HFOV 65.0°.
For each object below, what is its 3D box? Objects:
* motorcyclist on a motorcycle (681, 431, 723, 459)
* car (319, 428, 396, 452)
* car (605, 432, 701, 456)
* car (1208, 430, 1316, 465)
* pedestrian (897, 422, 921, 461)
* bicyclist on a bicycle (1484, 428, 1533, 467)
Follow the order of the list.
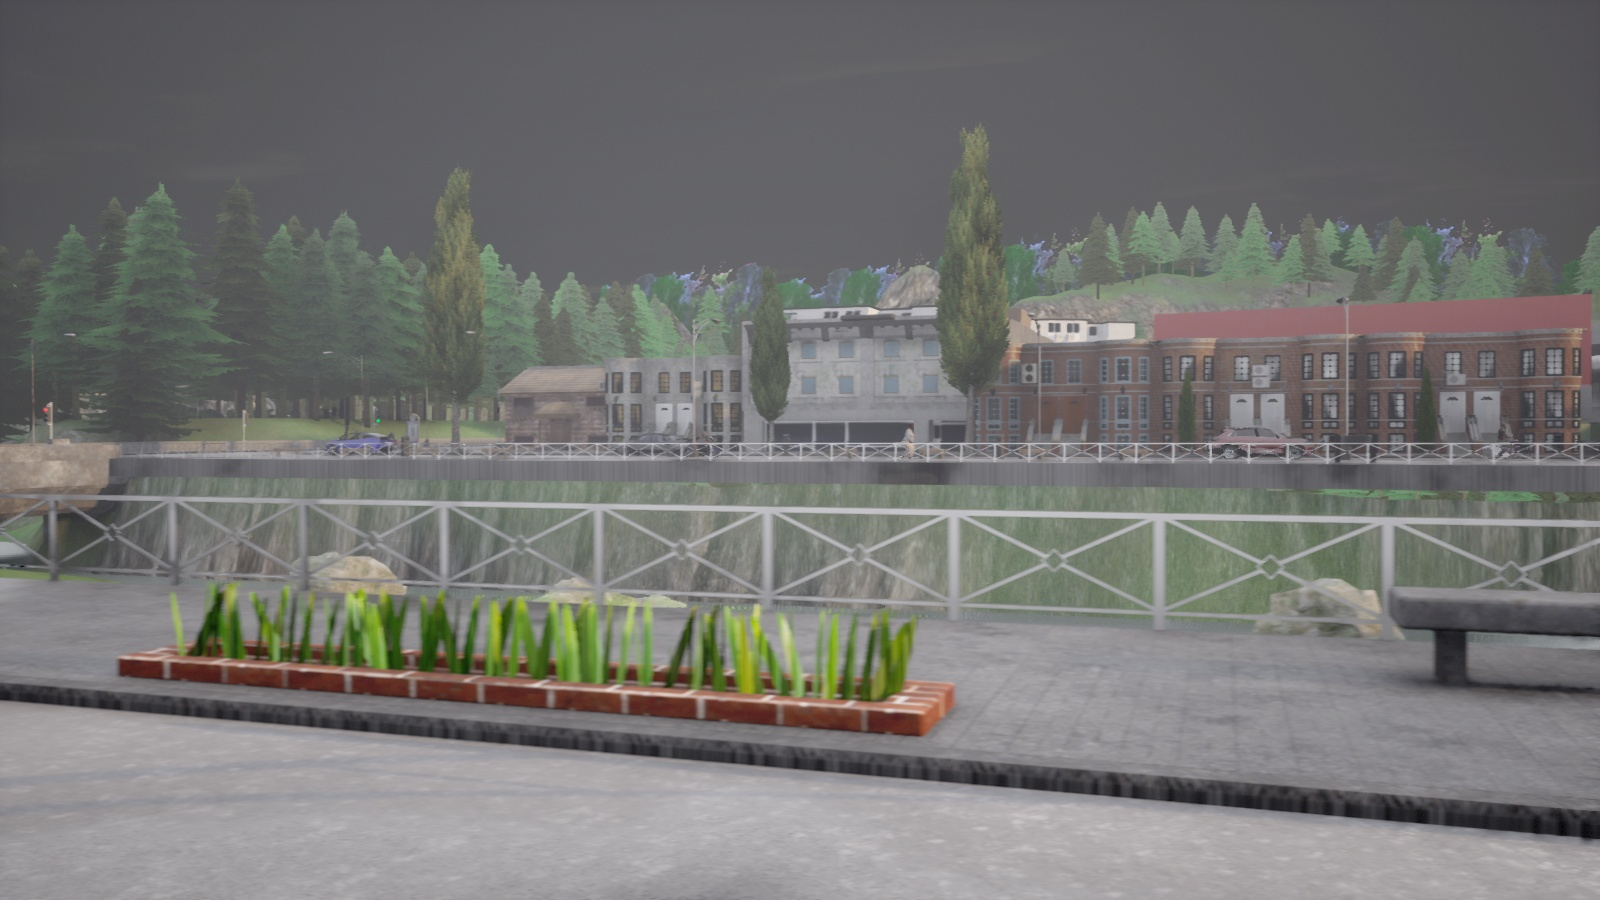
[{"bbox_3d":[-5.496,-0.289,70.577,2.191,1.530,0.866,1,1,19],"label":"motorcyclist on a motorcycle"},{"bbox_3d":[-29.127,-0.660,82.704,4.514,1.525,2.007,1,1,19],"label":"car"},{"bbox_3d":[-8.882,-0.375,75.927,5.357,1.411,2.033,1,1,19],"label":"car"},{"bbox_3d":[22.475,-0.138,61.211,4.856,1.649,2.033,1,1,19],"label":"car"},{"bbox_3d":[5.202,-0.401,59.797,0.900,1.855,0.874,1,1,22],"label":"pedestrian"},{"bbox_3d":[32.611,-0.105,57.817,1.843,1.776,0.659,0,1,19],"label":"bicyclist on a bicycle"}]
